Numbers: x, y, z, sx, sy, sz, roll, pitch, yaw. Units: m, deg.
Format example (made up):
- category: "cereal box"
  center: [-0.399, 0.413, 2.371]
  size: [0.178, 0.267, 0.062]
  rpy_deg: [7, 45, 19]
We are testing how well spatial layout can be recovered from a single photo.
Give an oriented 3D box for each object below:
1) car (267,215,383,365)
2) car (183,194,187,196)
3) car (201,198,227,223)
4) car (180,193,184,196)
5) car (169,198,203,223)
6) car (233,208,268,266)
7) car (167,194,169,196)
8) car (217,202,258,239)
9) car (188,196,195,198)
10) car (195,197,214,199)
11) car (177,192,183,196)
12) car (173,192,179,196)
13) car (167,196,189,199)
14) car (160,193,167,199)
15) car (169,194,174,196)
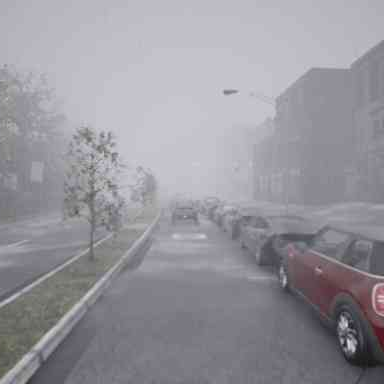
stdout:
- category: "car"
  center: [3.052, 1.356, 5.965]
  size: [2.185, 1.767, 4.553]
  rpy_deg: [1, 0, 0]
- category: "car"
  center: [0.249, 1.416, 50.506]
  size: [2.097, 1.535, 5.008]
  rpy_deg: [0, 0, -6]
- category: "car"
  center: [2.223, 1.491, 28.388]
  size: [2.163, 1.488, 4.792]
  rpy_deg: [0, 0, -3]
- category: "car"
  center: [-0.406, 1.400, 56.036]
  size: [2.097, 1.535, 5.008]
  rpy_deg: [0, 0, -7]
- category: "car"
  center: [-0.603, 1.471, 25.170]
  size: [2.128, 1.511, 4.902]
  rpy_deg: [0, 0, -3]
- category: "car"
  center: [2.936, 1.508, 11.586]
  size: [2.163, 1.488, 4.792]
  rpy_deg: [0, 0, -1]
- category: "car"
  center: [-3.976, 1.292, 78.020]
  size: [2.231, 1.521, 4.892]
  rpy_deg: [0, 0, -11]
- category: "car"
  center: [2.761, 1.504, 17.269]
  size: [2.163, 1.488, 4.792]
  rpy_deg: [0, 0, -2]
- category: "car"
  center: [0.849, 1.431, 44.976]
  size: [2.231, 1.521, 4.892]
  rpy_deg: [0, 0, -5]
- category: "car"
  center: [1.839, 1.327, 33.874]
  size: [2.185, 1.767, 4.553]
  rpy_deg: [0, 0, -4]
- category: "car"
  center: [-1.179, 1.377, 61.737]
  size: [1.946, 1.575, 5.366]
  rpy_deg: [0, 0, -8]
- category: "car"
  center: [-2.026, 1.352, 67.237]
  size: [1.946, 1.575, 5.366]
  rpy_deg: [0, 0, -9]
- category: "car"
  center: [-1.914, 1.511, 42.406]
  size: [1.994, 1.385, 4.181]
  rpy_deg: [0, 0, -5]
- category: "car"
  center: [-6.438, 1.199, 89.074]
  size: [1.946, 1.575, 5.366]
  rpy_deg: [0, 0, -13]
- category: "car"
  center: [-2.951, 1.075, 72.567]
  size: [2.435, 2.045, 5.566]
  rpy_deg: [0, 0, -10]
